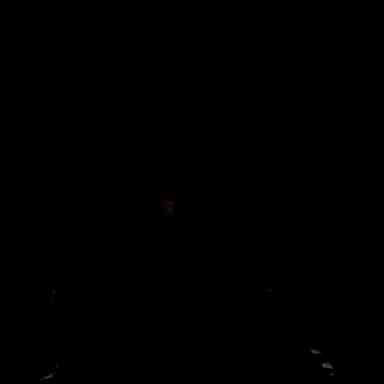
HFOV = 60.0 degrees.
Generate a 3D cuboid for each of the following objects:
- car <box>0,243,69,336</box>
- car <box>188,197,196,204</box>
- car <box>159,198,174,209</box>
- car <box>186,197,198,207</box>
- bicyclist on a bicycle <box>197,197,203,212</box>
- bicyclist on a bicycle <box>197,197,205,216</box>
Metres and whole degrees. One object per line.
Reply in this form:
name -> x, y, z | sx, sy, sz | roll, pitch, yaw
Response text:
car -> -3.602, 1.554, 5.016 | 2.033, 1.411, 5.357 | 0, 0, 0
car -> -0.008, 1.951, 74.018 | 1.882, 1.535, 5.008 | 0, -1, 0
car -> -3.583, 1.655, 48.051 | 1.882, 1.535, 5.008 | 0, -1, 0
car -> 0.086, 1.754, 56.192 | 1.837, 1.490, 4.892 | 0, -1, 0
bicyclist on a bicycle -> 0.957, 1.499, 40.561 | 0.659, 1.776, 1.843 | 0, 0, 0
bicyclist on a bicycle -> 0.960, 1.459, 31.643 | 0.659, 1.776, 1.843 | 0, 0, 0
